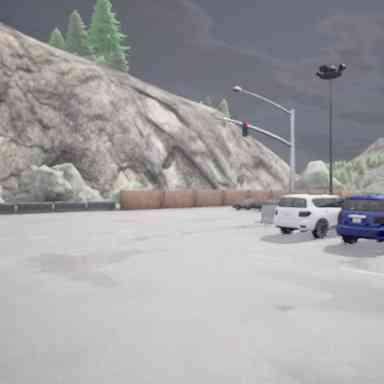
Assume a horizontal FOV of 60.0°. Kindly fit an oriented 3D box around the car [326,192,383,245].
[{"bbox_3d":[8.359,1.151,14.014,5.566,2.045,2.150,0,0,-36],"label":"car"}]

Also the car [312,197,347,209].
[{"bbox_3d":[17.450,1.344,42.132,4.674,1.442,1.812,0,0,-36],"label":"car"}]

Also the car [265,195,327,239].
[{"bbox_3d":[6.607,1.150,17.065,5.566,2.045,2.150,0,0,-36],"label":"car"}]

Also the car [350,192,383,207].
[{"bbox_3d":[25.130,0.994,47.615,5.566,2.045,2.150,0,0,-36],"label":"car"}]

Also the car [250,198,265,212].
[{"bbox_3d":[9.280,1.414,36.396,5.357,1.411,2.033,0,0,-36],"label":"car"}]

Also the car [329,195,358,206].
[{"bbox_3d":[23.019,1.279,50.409,4.892,1.490,1.837,0,0,-36],"label":"car"}]

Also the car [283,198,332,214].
[{"bbox_3d":[11.859,1.409,33.936,5.357,1.411,2.033,0,0,-35],"label":"car"}]

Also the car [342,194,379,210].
[{"bbox_3d":[20.153,1.165,39.761,4.553,1.767,2.097,0,0,-36],"label":"car"}]

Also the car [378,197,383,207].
[{"bbox_3d":[27.120,1.335,44.736,4.181,1.385,1.994,0,0,-36],"label":"car"}]

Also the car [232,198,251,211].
[{"bbox_3d":[7.266,1.415,39.239,5.357,1.411,2.033,0,0,-35],"label":"car"}]

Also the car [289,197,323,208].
[{"bbox_3d":[15.466,1.420,45.016,4.718,1.301,1.895,0,0,-36],"label":"car"}]
